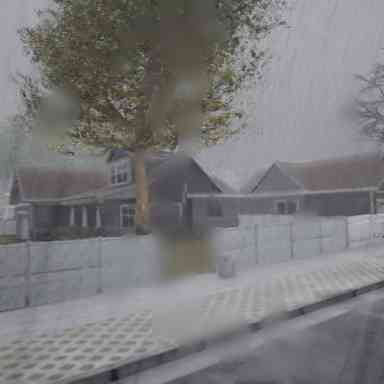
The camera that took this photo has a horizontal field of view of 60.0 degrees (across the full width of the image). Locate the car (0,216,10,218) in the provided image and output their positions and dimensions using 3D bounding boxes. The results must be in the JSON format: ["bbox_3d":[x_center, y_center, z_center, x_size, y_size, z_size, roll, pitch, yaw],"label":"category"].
[{"bbox_3d":[-42.436,6.262,75.302,1.837,1.490,4.892,-2,-3,3],"label":"car"}]
